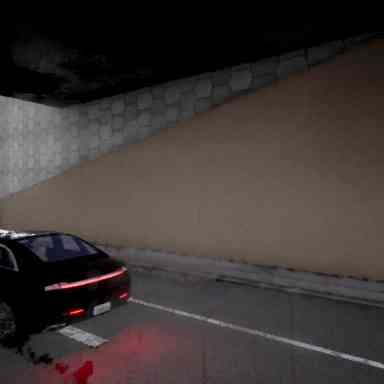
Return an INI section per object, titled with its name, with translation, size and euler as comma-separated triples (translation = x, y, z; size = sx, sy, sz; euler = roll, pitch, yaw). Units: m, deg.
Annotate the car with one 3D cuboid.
[car]
translation = -3.286, 1.491, 6.287
size = 4.902, 1.511, 2.128
euler = 0, 0, 36
